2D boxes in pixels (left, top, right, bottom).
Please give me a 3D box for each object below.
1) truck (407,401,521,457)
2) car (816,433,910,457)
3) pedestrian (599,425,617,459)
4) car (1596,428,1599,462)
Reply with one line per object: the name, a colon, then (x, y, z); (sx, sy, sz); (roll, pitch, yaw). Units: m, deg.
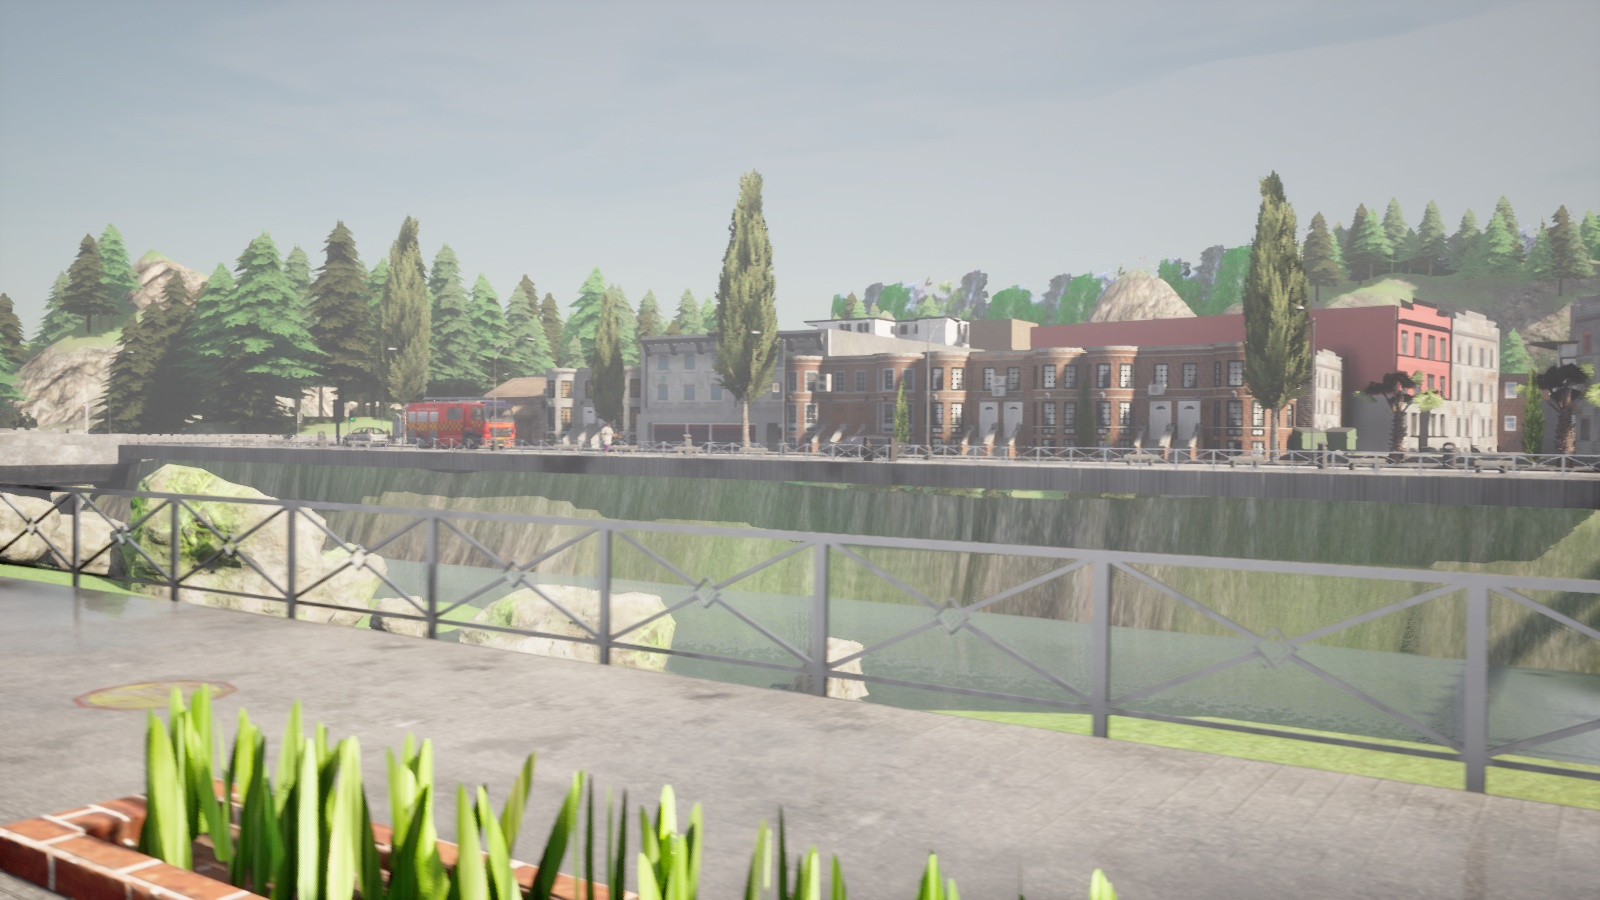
truck: (-23.961, -1.435, 89.335); (8.468, 3.827, 2.891); (0, 1, 34)
car: (3.782, -0.289, 75.738); (5.357, 1.411, 2.033); (0, 1, 34)
pedestrian: (-11.127, -0.450, 72.723); (0.873, 1.952, 0.659); (0, 1, 45)
car: (34.520, -0.207, 50.529); (4.181, 1.385, 1.994); (0, 1, 34)
